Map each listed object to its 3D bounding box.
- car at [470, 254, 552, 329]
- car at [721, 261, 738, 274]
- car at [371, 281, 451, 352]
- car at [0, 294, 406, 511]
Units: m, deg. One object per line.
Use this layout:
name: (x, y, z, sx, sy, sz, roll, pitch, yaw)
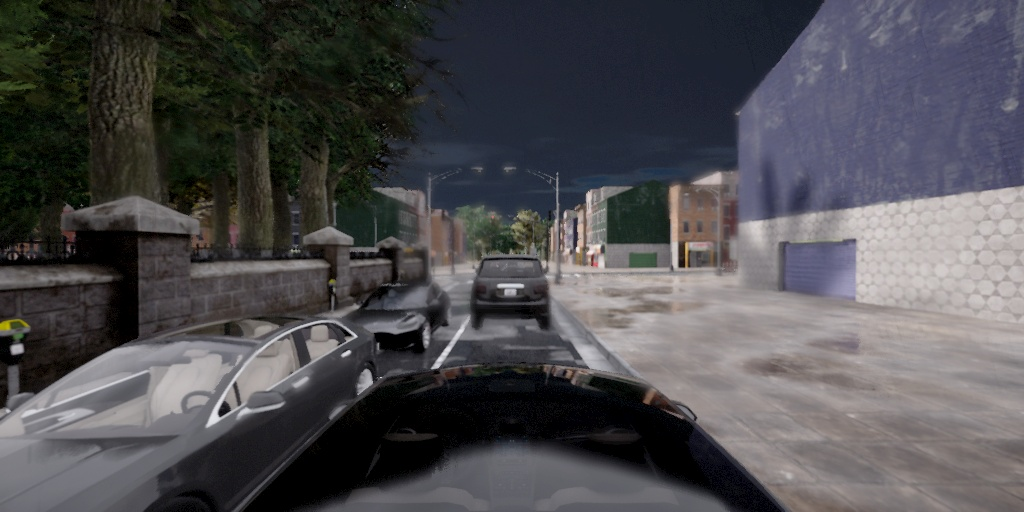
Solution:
car: (-0.014, 0.980, 11.371, 2.150, 2.045, 5.566, 0, 0, 0)
car: (23.373, 0.927, 35.458, 5.008, 1.535, 1.882, -1, 0, 0)
car: (-2.632, 1.322, 8.908, 1.948, 1.339, 4.313, 0, 0, 0)
car: (-2.640, 1.302, 3.219, 2.007, 1.370, 4.403, 0, 0, 0)
